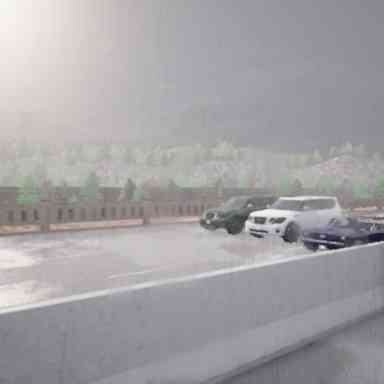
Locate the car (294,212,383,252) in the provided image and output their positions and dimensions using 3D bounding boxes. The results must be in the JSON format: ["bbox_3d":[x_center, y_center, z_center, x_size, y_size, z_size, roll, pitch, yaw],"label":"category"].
[{"bbox_3d":[6.320,1.603,12.804,4.718,1.301,1.895,0,0,-36],"label":"car"}]

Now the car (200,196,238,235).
[{"bbox_3d":[3.110,1.223,19.110,5.566,2.045,2.150,0,0,-35],"label":"car"}]

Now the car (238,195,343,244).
[{"bbox_3d":[5.169,1.223,16.280,5.566,2.045,2.150,0,0,-35],"label":"car"}]
